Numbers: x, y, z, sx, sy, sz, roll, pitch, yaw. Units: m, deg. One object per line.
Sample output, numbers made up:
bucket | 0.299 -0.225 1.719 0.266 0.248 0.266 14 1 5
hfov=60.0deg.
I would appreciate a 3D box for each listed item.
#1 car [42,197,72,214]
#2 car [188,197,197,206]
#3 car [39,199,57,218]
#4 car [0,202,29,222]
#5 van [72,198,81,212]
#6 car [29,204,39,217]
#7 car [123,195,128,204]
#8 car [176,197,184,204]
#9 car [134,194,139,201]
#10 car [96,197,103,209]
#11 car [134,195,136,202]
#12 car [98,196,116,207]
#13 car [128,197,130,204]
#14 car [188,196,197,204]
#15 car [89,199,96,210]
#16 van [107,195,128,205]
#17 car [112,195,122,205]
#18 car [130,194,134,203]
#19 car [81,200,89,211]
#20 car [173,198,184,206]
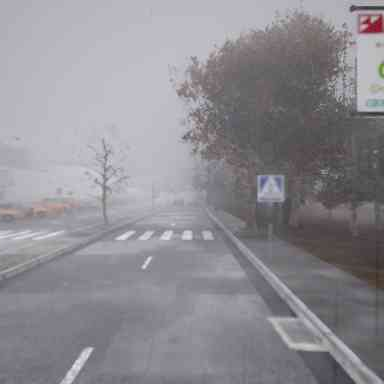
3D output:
car | -16.765 1.746 39.052 4.553 1.767 2.185 0 0 -20
car | 0.150 2.007 67.898 1.882 1.535 5.008 0 0 0
car | -16.636 1.792 33.141 5.366 1.575 1.946 0 -1 -20
car | -16.654 1.711 27.176 5.366 1.575 1.946 0 -1 -20
van | -16.679 1.679 42.080 4.442 1.987 1.878 0 -1 -20
car | -16.845 1.785 30.080 4.792 1.488 2.163 0 -1 -20
car | -16.685 1.742 68.904 5.566 2.045 2.435 -1 0 -20
car | -2.827 2.023 78.021 1.812 1.442 4.674 0 0 0
car | -16.638 2.003 83.838 4.792 1.488 2.163 -1 0 -20
car | -16.586 1.968 51.052 5.366 1.575 1.946 -1 -1 -20
car | -16.667 2.018 80.820 4.674 1.452 2.002 -1 0 -20
car | -16.729 2.038 59.936 4.674 1.452 2.002 -1 0 -20
car | -16.692 1.990 71.873 4.892 1.521 2.231 -1 0 -20
car | 0.174 1.860 77.984 2.097 1.767 4.553 0 0 0
car | -16.794 1.986 47.983 4.792 1.488 2.163 -1 0 -20
van | -16.801 1.761 74.812 4.442 1.987 1.878 -1 0 -20
car | -16.753 1.749 62.908 5.566 2.045 2.435 -1 0 -20
car | -16.653 1.856 77.847 4.553 1.767 2.185 -1 0 -20
car | -16.771 1.971 45.010 4.674 1.452 2.002 0 0 -20
car | -2.850 2.035 67.905 2.128 1.511 4.902 0 0 0
